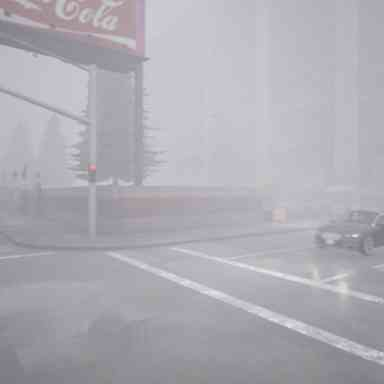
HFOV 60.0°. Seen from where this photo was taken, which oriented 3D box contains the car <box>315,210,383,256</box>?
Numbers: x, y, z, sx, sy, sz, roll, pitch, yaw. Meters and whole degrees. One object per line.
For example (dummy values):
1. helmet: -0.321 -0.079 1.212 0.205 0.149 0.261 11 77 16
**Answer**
1. car: 6.864 1.491 13.187 4.902 1.511 2.128 0 0 -35
